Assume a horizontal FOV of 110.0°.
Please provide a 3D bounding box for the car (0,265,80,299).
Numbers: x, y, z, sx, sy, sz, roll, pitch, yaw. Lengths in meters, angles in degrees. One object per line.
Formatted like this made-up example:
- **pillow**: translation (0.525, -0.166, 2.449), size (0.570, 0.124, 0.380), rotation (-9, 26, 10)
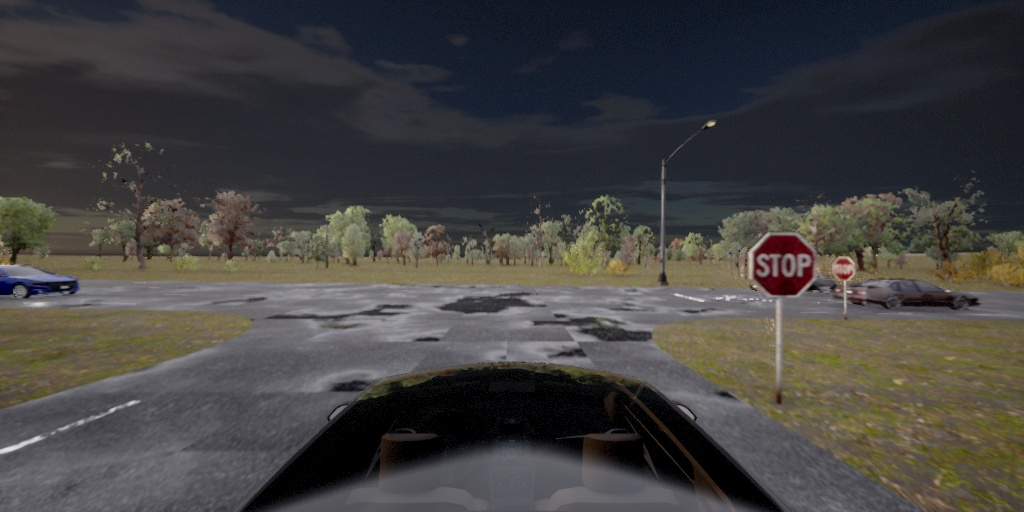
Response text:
- **car**: translation (-23.934, 1.193, 17.206), size (5.008, 1.535, 1.882), rotation (1, 0, 0)

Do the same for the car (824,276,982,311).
- **car**: translation (18.384, 1.761, 16.881), size (5.357, 1.411, 2.033), rotation (1, 0, 0)

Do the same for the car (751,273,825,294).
- **car**: translation (18.665, 1.762, 23.889), size (4.902, 1.511, 2.128), rotation (0, 0, 0)
